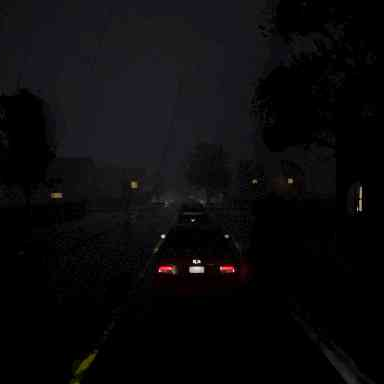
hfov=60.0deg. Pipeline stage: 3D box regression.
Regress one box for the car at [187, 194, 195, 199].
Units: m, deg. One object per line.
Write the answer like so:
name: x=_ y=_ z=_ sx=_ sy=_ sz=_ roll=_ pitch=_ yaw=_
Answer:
car: x=-0.158 y=1.728 z=80.780 sx=1.895 sy=1.301 sz=4.718 roll=0 pitch=0 yaw=0

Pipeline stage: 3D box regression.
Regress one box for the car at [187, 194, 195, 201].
car: x=-0.179 y=1.422 z=90.768 sx=2.097 sy=1.767 sz=4.553 roll=0 pitch=0 yaw=0

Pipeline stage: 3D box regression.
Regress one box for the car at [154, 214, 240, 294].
car: x=0.085 y=1.546 z=8.924 sx=2.033 sy=1.411 sz=5.357 roll=0 pitch=0 yaw=0

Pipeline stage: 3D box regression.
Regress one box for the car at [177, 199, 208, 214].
car: x=0.054 y=1.494 z=22.244 sx=2.128 sy=1.511 sz=4.902 roll=0 pitch=0 yaw=0
